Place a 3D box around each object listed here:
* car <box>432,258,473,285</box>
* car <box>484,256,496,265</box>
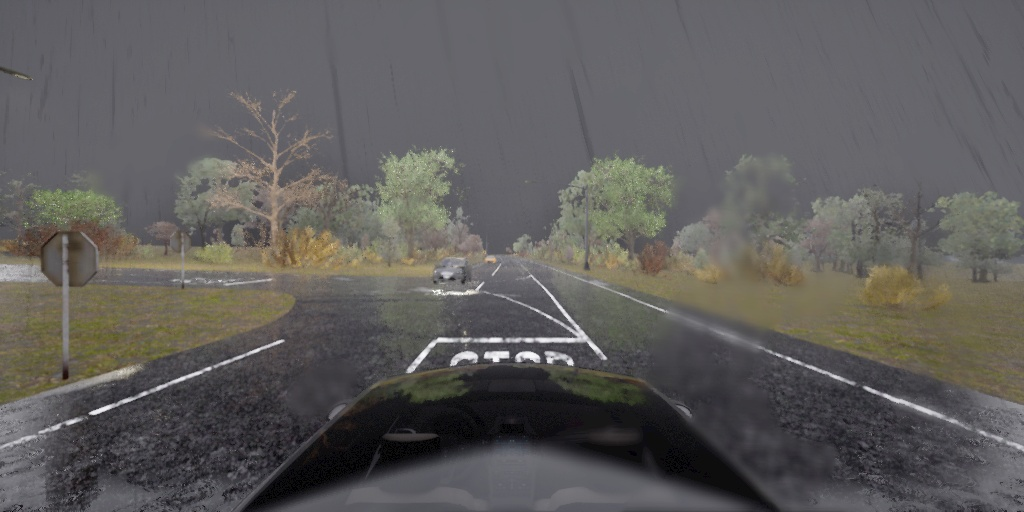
[{"bbox_3d":[-3.496,0.847,21.685,2.128,1.511,4.902,1,0,0],"label":"car"},{"bbox_3d":[-3.772,0.725,62.460,1.882,1.535,5.008,0,1,-1],"label":"car"}]
